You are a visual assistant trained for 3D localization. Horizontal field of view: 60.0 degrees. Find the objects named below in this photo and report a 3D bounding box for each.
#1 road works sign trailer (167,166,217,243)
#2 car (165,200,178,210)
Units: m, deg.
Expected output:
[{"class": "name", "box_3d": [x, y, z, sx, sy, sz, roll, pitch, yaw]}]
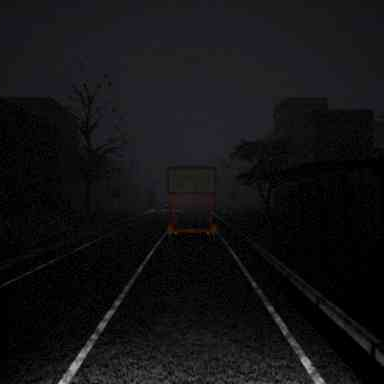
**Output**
[{"class": "road works sign trailer", "box_3d": [0.000, 0.511, 16.285, 2.380, 3.560, 2.880, 0, -1, 0]}, {"class": "car", "box_3d": [-3.080, 1.945, 50.405, 1.837, 1.490, 4.892, 0, -1, 0]}]
